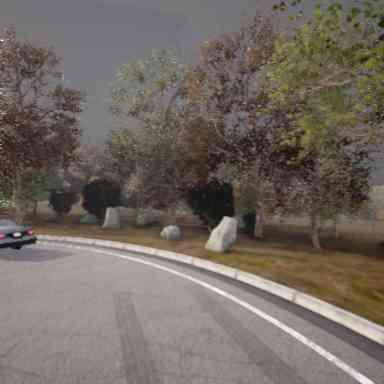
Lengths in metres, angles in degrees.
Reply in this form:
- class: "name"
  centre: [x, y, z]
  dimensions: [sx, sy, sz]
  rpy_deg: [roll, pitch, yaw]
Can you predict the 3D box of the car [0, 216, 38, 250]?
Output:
- class: "car"
  centre: [-8.666, 1.654, 13.369]
  dimensions: [5.357, 1.411, 2.033]
  rpy_deg: [-1, 0, 27]
